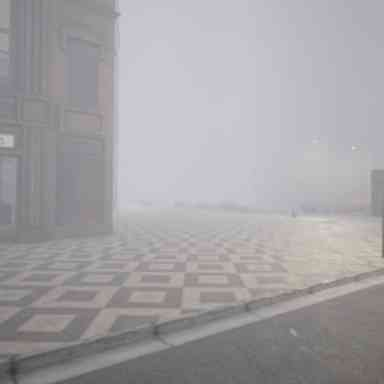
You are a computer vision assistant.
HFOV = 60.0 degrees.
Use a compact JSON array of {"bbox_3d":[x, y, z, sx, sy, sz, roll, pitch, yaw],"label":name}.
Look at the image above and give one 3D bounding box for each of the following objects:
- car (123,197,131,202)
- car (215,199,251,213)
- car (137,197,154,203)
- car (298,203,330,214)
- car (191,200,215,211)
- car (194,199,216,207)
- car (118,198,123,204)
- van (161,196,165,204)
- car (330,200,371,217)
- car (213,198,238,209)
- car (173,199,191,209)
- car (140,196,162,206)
[{"bbox_3d":[-17.809,1.909,88.272,1.752,1.417,4.829,1,0,-35],"label":"car"},{"bbox_3d":[5.466,1.907,42.165,1.887,1.381,4.507,1,0,-36],"label":"car"},{"bbox_3d":[-11.118,1.940,79.150,1.752,1.417,4.829,1,0,-36],"label":"car"},{"bbox_3d":[15.690,2.036,42.645,1.947,1.339,4.313,1,0,-36],"label":"car"},{"bbox_3d":[2.127,1.940,46.709,1.802,1.307,4.206,1,0,-36],"label":"car"},{"bbox_3d":[2.336,2.034,60.828,1.802,1.307,4.206,1,0,-36],"label":"car"},{"bbox_3d":[-17.898,1.627,73.984,2.192,1.841,5.009,1,0,-36],"label":"car"},{"bbox_3d":[-7.676,1.770,74.467,1.690,1.788,3.998,1,0,-36],"label":"van"},{"bbox_3d":[19.032,1.789,38.101,2.192,1.841,5.009,1,0,-36],"label":"car"},{"bbox_3d":[5.677,1.898,56.282,1.967,1.590,4.097,1,0,-36],"label":"car"},{"bbox_3d":[-1.209,1.794,51.256,1.967,1.590,4.097,1,0,-36],"label":"car"},{"bbox_3d":[-7.887,1.894,60.345,2.008,1.369,4.403,1,0,-36],"label":"car"}]
